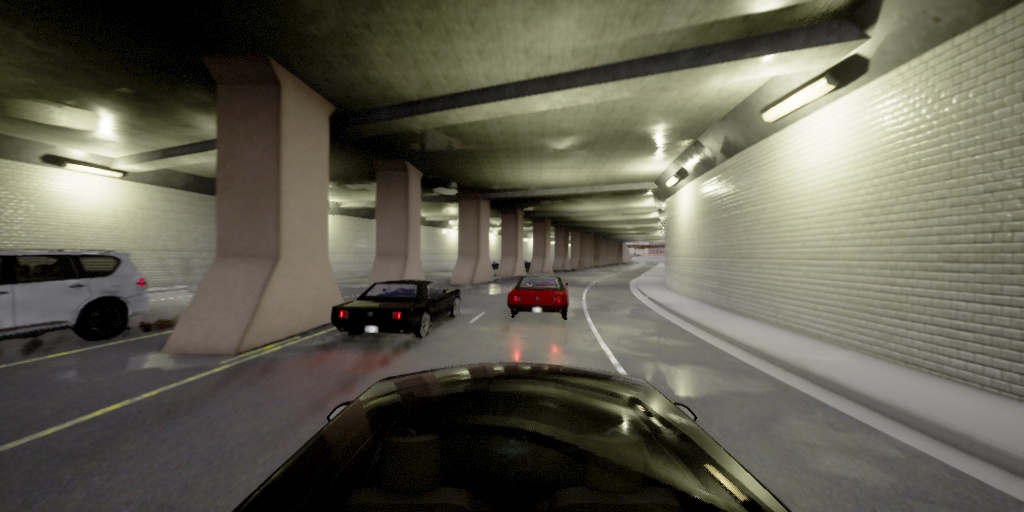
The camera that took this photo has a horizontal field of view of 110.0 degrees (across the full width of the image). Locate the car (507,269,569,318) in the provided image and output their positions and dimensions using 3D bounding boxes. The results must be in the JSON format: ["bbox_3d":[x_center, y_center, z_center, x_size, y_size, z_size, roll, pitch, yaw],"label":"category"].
[{"bbox_3d":[1.088,1.329,12.961,1.895,1.301,4.718,0,0,8],"label":"car"}]

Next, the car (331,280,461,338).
[{"bbox_3d":[-2.814,1.304,10.013,1.895,1.301,4.718,0,0,6],"label":"car"}]

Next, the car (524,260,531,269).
[{"bbox_3d":[0.867,1.181,46.053,2.033,1.411,5.357,1,0,24],"label":"car"}]

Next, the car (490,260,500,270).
[{"bbox_3d":[-2.280,1.203,47.581,1.895,1.301,4.718,1,0,24],"label":"car"}]

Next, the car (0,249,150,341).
[{"bbox_3d":[-10.319,0.869,6.656,2.150,2.045,5.566,0,0,4],"label":"car"}]
